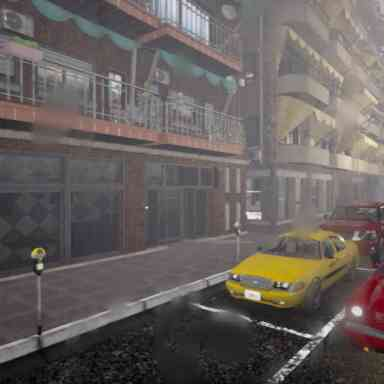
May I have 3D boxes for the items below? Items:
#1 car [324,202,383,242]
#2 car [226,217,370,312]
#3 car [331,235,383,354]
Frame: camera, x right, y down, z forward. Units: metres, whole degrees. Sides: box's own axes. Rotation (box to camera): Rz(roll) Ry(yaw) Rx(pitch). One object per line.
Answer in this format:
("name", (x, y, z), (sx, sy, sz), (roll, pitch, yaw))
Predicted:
("car", (6.201, 1.313, 12.231), (2.192, 1.841, 5.009), (0, 0, 39))
("car", (2.602, 1.524, 7.817), (1.752, 1.417, 4.829), (0, 0, 39))
("car", (4.013, 1.599, 5.431), (1.895, 1.301, 4.718), (0, 0, 39))
